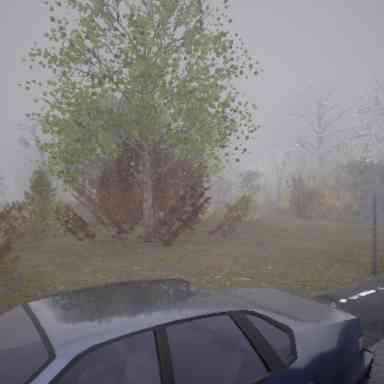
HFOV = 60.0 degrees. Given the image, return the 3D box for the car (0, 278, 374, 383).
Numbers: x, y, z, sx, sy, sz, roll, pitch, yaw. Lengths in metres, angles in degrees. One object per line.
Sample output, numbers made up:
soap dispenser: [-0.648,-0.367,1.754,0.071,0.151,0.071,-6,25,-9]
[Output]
car: [-0.678,1.547,2.611,5.357,1.411,2.033,0,0,-35]
